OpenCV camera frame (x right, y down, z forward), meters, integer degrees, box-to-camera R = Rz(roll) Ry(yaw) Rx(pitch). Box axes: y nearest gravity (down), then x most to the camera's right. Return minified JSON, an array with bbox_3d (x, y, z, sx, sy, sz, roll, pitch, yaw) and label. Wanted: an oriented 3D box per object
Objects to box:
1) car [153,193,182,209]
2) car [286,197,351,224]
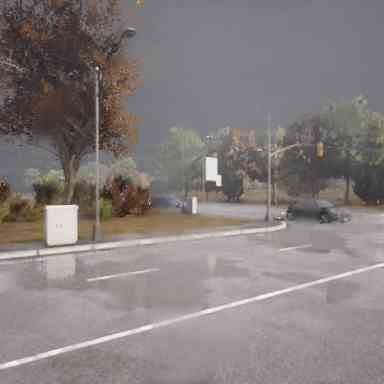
[{"bbox_3d":[-3.474,1.152,44.240,2.150,2.045,5.566,0,0,-33],"label":"car"},{"bbox_3d":[9.144,1.259,24.259,2.097,1.767,4.553,0,0,-32],"label":"car"}]
